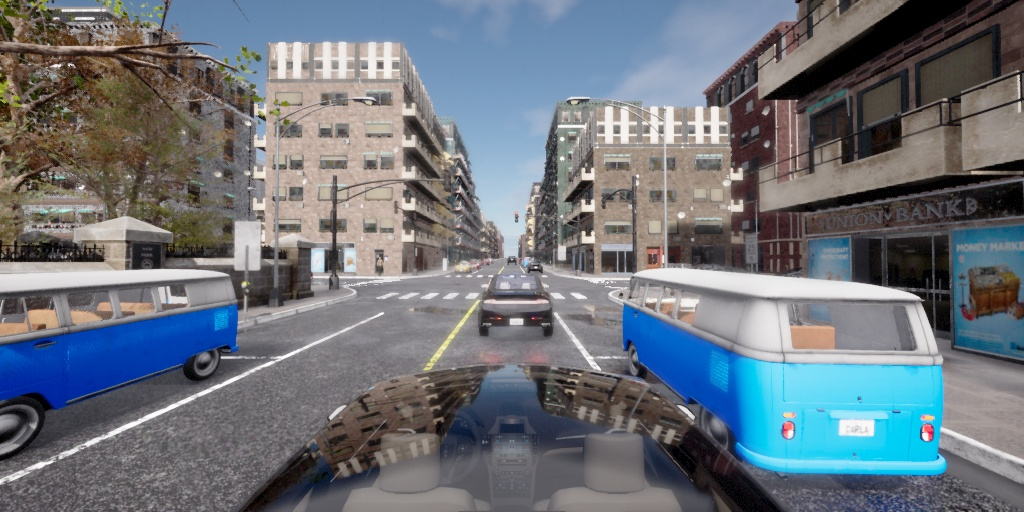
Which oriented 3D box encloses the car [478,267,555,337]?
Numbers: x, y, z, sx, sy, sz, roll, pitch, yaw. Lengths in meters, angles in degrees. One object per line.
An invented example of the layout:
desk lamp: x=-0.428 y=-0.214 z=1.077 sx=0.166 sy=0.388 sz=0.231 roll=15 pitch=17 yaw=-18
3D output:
car: x=0.101 y=1.244 z=10.354 sx=2.128 sy=1.511 sz=4.902 roll=0 pitch=0 yaw=0

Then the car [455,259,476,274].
car: x=-5.686 y=1.289 z=42.402 sx=1.751 sy=1.417 sz=4.829 roll=0 pitch=0 yaw=0

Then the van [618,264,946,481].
van: x=2.659 y=1.092 z=4.625 sx=1.690 sy=1.789 sz=3.998 roll=0 pitch=0 yaw=0

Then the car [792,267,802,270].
car: x=24.995 y=1.461 z=28.025 sx=4.674 sy=1.442 sz=1.812 roll=0 pitch=-1 yaw=1

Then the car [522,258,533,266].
car: x=2.695 y=1.317 z=48.214 sx=2.007 sy=1.370 sz=4.403 roll=0 pitch=0 yaw=0

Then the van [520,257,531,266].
van: x=2.696 y=1.112 z=59.498 sx=1.690 sy=1.789 sz=3.998 roll=0 pitch=0 yaw=0

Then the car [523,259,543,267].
car: x=2.695 y=1.330 z=42.571 sx=1.948 sy=1.339 sz=4.313 roll=0 pitch=0 yaw=0

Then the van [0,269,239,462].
van: x=-5.656 y=1.092 z=4.627 sx=1.690 sy=1.789 sz=3.998 roll=0 pitch=0 yaw=0

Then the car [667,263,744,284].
car: x=15.094 y=1.357 z=28.144 sx=5.008 sy=1.535 sz=1.882 roll=0 pitch=-1 yaw=1

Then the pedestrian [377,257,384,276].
pedestrian: x=-12.536 y=0.967 z=34.014 sx=0.375 sy=1.860 sz=0.375 roll=0 pitch=-1 yaw=1

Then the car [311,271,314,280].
car: x=-16.586 y=0.999 z=25.323 sx=4.553 sy=1.767 sz=2.097 roll=0 pitch=-1 yaw=1

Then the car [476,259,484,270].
car: x=-5.686 y=1.208 z=53.857 sx=1.967 sy=1.591 sz=4.097 roll=0 pitch=0 yaw=0

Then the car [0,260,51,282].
car: x=-36.510 y=1.044 z=25.567 sx=4.892 sy=1.490 sz=1.837 roll=0 pitch=-1 yaw=1

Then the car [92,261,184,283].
car: x=-26.411 y=1.119 z=25.439 sx=4.674 sy=1.442 sz=1.812 roll=0 pitch=-1 yaw=1
